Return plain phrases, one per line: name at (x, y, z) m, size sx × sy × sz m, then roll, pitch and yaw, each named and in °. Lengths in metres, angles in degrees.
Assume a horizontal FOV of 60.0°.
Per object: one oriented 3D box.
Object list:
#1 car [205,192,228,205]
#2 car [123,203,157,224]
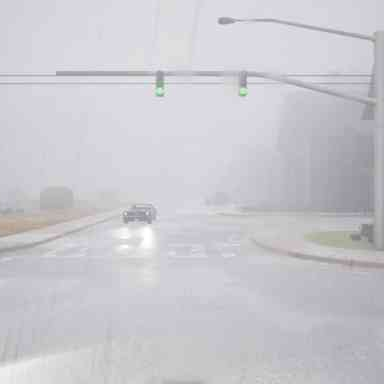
car at (3.924, 0.976, 52.779) m, size 1.905 × 1.878 × 3.866 m, roll -8°, pitch 4°, yaw -42°
car at (-3.689, 1.516, 24.161) m, size 1.895 × 1.301 × 4.718 m, roll 0°, pitch 0°, yaw 0°
